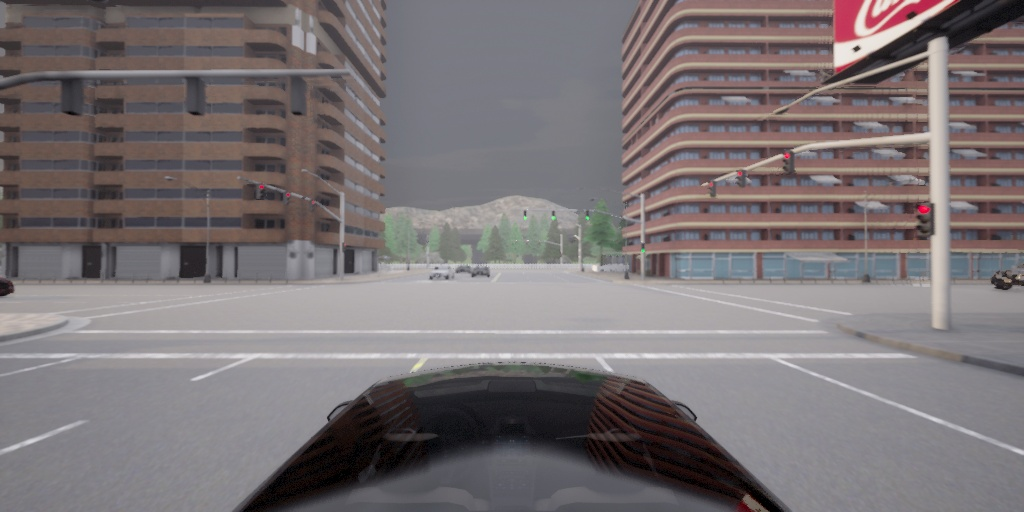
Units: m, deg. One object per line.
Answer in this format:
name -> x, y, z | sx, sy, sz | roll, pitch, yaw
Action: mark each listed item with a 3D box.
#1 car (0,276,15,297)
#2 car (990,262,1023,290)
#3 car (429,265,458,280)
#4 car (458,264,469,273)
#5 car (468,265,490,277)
car -> -28.842, 1.292, 18.390 | 4.553, 1.767, 2.097 | 0, -1, 0
car -> 33.767, 1.210, 22.442 | 5.566, 2.045, 2.150 | 0, -1, 0
car -> -7.149, 1.679, 37.005 | 1.812, 1.442, 4.674 | 0, -1, 2
car -> -7.028, 1.897, 52.608 | 1.994, 1.385, 4.181 | 0, -1, 0
car -> -3.582, 1.774, 41.909 | 1.994, 1.385, 4.181 | 0, -1, 0
